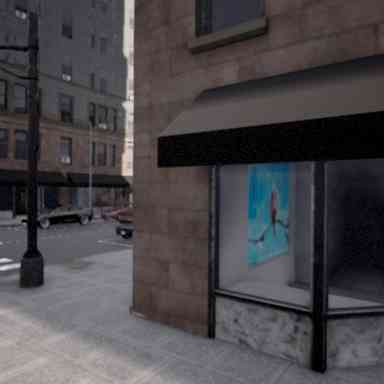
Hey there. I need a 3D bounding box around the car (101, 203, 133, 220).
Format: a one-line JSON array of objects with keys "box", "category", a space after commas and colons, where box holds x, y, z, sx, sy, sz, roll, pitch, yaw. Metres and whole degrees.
[{"box": [-4.946, 1.462, 25.255, 1.802, 1.307, 4.206, 1, 0, 35], "category": "car"}]

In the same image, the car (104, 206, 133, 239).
[{"box": [-1.684, 1.504, 15.979, 2.008, 1.369, 4.403, 1, 0, 35], "category": "car"}]

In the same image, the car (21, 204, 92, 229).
[{"box": [-8.232, 1.442, 20.619, 1.947, 1.339, 4.313, 1, 0, 35], "category": "car"}]
